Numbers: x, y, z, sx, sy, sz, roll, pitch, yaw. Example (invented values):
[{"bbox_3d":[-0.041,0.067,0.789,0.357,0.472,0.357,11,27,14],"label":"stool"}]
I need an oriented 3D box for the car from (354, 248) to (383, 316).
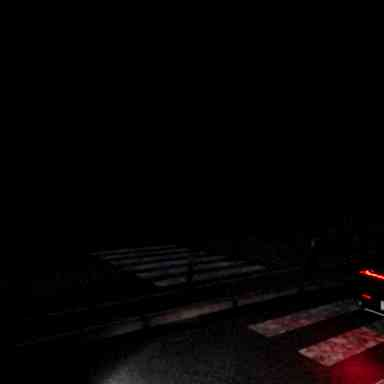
[{"bbox_3d":[5.211,1.583,6.388,4.892,1.490,1.837,1,-1,-29],"label":"car"}]

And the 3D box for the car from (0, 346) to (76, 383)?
[{"bbox_3d":[-3.068,1.530,1.221,5.357,1.411,2.033,1,0,-35],"label":"car"}]
